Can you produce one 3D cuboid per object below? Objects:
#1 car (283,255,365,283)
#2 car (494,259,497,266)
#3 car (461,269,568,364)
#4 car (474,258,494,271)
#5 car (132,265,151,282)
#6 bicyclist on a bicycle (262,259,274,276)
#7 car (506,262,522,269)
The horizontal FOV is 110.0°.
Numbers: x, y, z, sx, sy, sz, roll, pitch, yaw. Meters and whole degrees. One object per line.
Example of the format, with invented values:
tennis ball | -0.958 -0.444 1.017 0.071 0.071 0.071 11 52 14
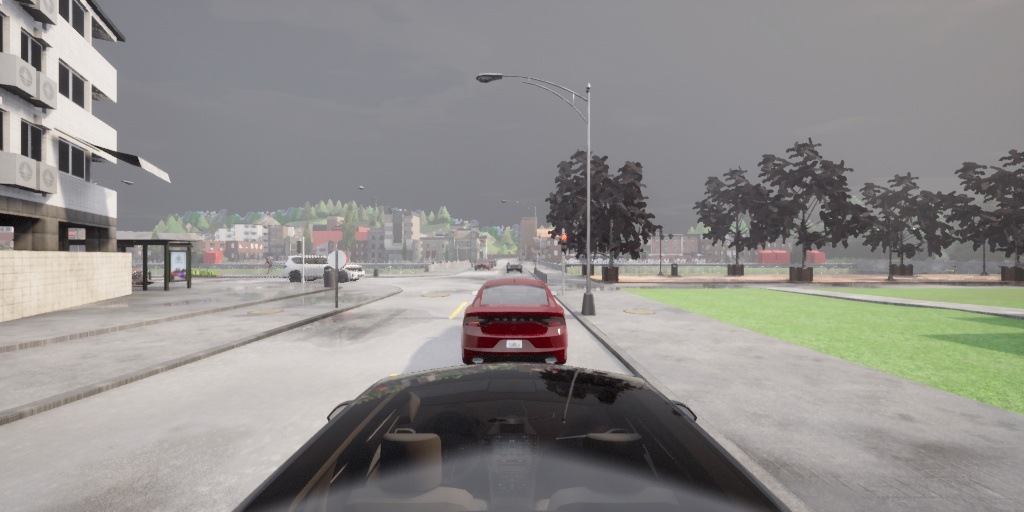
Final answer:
car | -14.064 0.971 26.886 5.566 2.045 2.150 0 0 0
car | -4.040 1.241 59.536 2.128 1.511 4.902 0 0 0
car | 0.057 1.228 8.091 1.882 1.535 5.008 0 0 0
car | -4.061 1.102 50.292 2.097 1.767 4.553 0 0 0
car | -30.060 1.101 26.909 4.553 1.767 2.097 0 0 0
bicyclist on a bicycle | -24.002 1.099 35.296 0.582 1.620 1.656 0 0 0
car | 0.218 1.351 44.245 1.895 1.301 4.718 0 0 -1
